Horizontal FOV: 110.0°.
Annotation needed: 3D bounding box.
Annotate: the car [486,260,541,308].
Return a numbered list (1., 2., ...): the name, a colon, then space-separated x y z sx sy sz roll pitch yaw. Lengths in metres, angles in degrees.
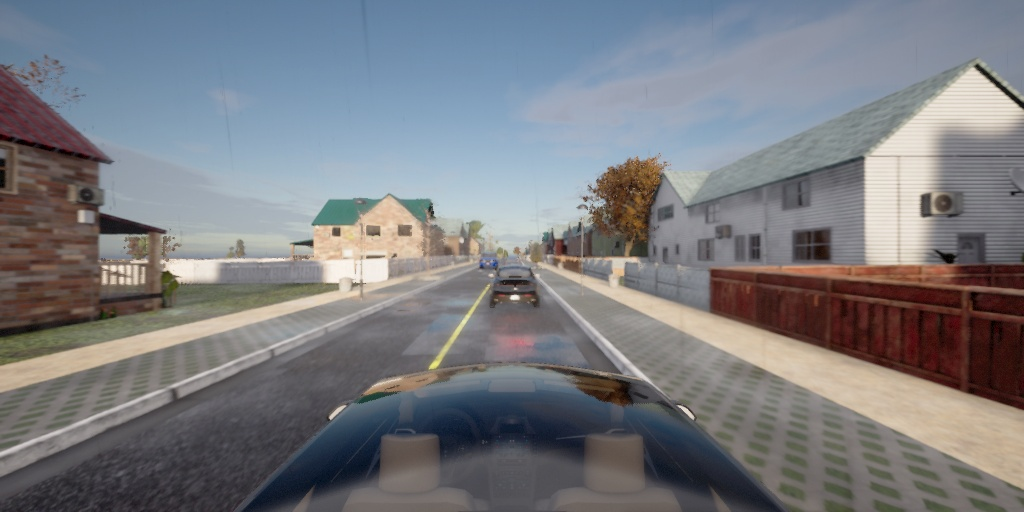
1. car: 0.096 1.112 14.421 1.837 1.490 4.892 0 1 0

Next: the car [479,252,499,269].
1. car: -2.776 0.554 44.060 2.150 2.045 5.566 0 0 0
